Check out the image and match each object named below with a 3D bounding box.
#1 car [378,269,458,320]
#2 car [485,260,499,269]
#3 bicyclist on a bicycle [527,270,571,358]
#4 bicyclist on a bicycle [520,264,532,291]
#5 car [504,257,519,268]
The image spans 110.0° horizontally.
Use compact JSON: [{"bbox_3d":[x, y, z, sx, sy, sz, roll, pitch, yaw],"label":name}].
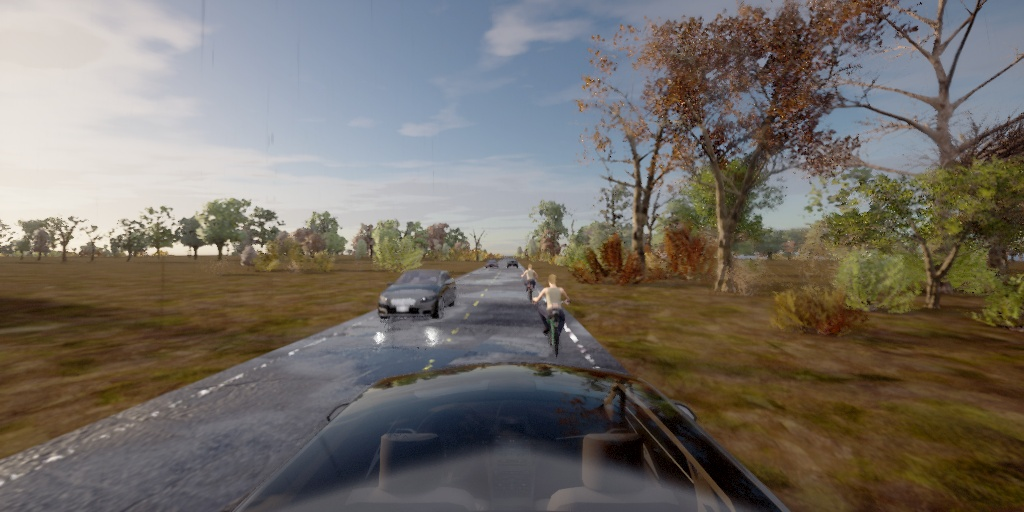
[{"bbox_3d":[-3.103,1.232,12.620,2.128,1.511,4.902,0,0,0],"label":"car"},{"bbox_3d":[-3.091,1.265,55.792,1.994,1.385,4.181,0,0,0],"label":"car"},{"bbox_3d":[0.842,1.180,7.461,0.866,1.612,1.509,-1,-1,0],"label":"bicyclist on a bicycle"},{"bbox_3d":[0.820,1.171,16.323,0.866,1.612,1.509,-1,0,0],"label":"bicyclist on a bicycle"},{"bbox_3d":[0.091,1.203,60.870,1.837,1.490,4.892,0,0,0],"label":"car"}]
